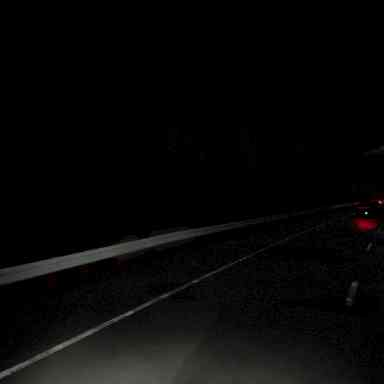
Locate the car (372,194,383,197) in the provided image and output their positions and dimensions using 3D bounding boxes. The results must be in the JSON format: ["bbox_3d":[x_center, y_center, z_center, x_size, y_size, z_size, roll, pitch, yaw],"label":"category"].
[{"bbox_3d":[21.936,1.221,38.270,2.150,2.045,5.566,0,0,35],"label":"car"}]

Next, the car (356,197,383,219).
[{"bbox_3d":[15.913,1.505,29.703,1.837,1.490,4.892,0,0,35],"label":"car"}]
